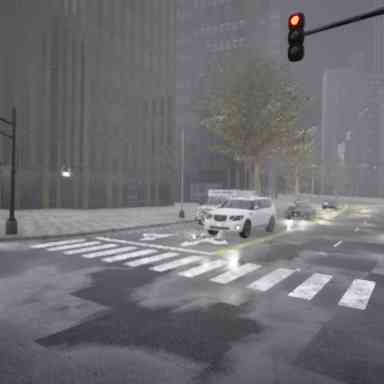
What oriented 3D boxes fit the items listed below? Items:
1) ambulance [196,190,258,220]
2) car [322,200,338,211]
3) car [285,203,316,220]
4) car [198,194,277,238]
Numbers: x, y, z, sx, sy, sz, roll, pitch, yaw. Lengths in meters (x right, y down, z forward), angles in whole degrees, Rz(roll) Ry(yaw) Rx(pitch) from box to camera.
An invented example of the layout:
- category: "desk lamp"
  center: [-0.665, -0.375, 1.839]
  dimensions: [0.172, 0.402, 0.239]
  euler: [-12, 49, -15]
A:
- category: "ambulance"
  center: [2.641, 1.070, 24.181]
  dimensions: [2.351, 2.431, 6.366]
  euler: [1, 0, 32]
- category: "car"
  center: [19.463, 1.807, 46.755]
  dimensions: [2.033, 1.411, 5.357]
  euler: [1, 0, 28]
- category: "car"
  center: [9.669, 1.703, 29.494]
  dimensions: [1.994, 1.385, 4.181]
  euler: [1, 0, 31]
- category: "car"
  center: [2.891, 1.279, 18.532]
  dimensions: [2.150, 2.045, 5.566]
  euler: [1, 0, 35]
